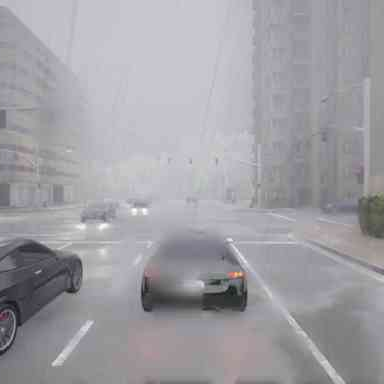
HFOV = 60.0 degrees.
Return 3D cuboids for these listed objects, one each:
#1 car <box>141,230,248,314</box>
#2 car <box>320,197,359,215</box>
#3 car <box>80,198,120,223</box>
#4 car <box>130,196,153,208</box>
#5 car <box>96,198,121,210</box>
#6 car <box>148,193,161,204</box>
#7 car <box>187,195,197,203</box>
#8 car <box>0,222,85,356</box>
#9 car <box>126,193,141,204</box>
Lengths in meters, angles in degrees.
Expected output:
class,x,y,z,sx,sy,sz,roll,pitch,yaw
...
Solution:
class,x,y,z,sx,sy,sz,roll,pitch,yaw
car,0.046,1.564,7.692,1.994,1.385,4.181,0,0,0
car,15.502,1.351,33.736,4.553,1.767,2.097,0,0,1
car,-7.164,1.504,25.926,1.837,1.490,4.892,0,0,0
car,-7.214,1.600,47.599,1.895,1.301,4.718,0,0,0
car,-10.835,1.524,43.524,1.812,1.442,4.674,0,0,4
car,-7.199,1.221,64.191,2.150,2.045,5.566,0,0,0
car,-0.071,1.351,69.733,2.097,1.767,4.553,0,0,0
car,-3.462,1.526,5.888,1.812,1.442,4.674,0,0,0
car,-10.707,1.222,61.521,2.150,2.045,5.566,0,0,0
